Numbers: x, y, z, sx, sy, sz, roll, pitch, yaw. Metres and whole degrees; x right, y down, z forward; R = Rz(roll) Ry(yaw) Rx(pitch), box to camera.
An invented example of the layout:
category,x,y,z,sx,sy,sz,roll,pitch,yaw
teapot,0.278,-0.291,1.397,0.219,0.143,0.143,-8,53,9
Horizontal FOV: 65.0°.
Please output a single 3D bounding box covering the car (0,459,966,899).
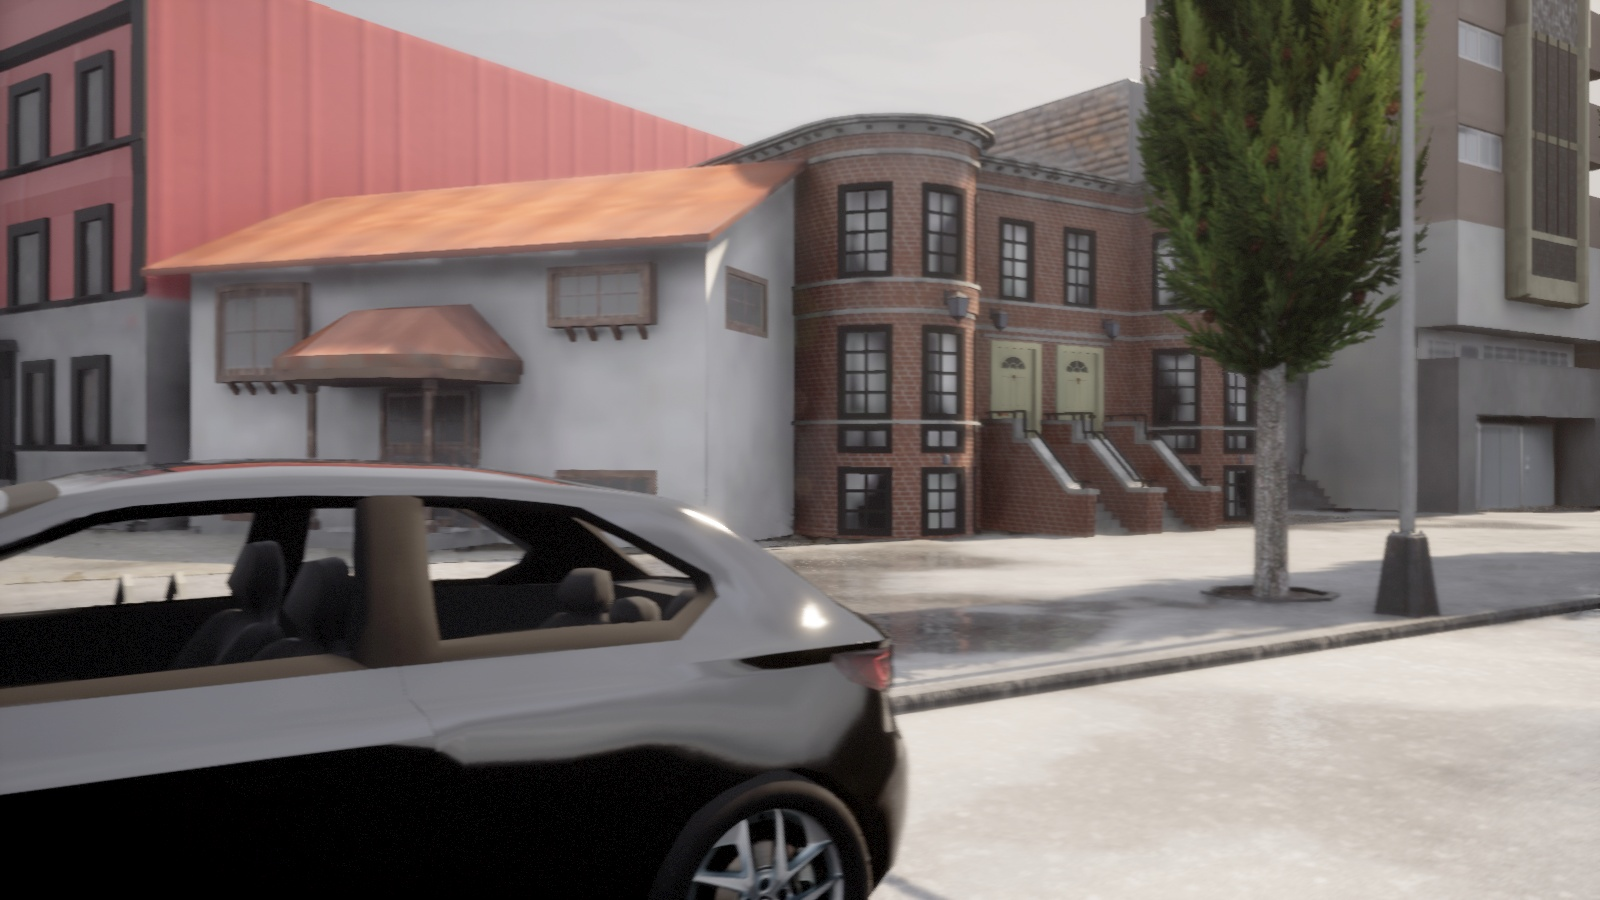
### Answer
category,x,y,z,sx,sy,sz,roll,pitch,yaw
car,-1.781,0.770,3.028,4.193,1.474,1.816,0,0,-35
